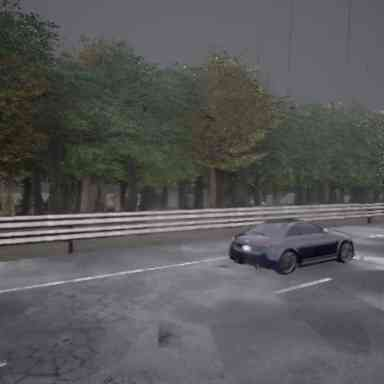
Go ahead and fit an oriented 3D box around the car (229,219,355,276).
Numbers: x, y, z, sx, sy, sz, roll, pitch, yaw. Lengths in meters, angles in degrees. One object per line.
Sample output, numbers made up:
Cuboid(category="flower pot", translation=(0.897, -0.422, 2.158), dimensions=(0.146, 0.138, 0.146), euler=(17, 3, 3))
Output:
Cuboid(category="car", translation=(3.167, 1.527, 10.327), dimensions=(4.181, 1.385, 1.994), euler=(0, 0, -35))
